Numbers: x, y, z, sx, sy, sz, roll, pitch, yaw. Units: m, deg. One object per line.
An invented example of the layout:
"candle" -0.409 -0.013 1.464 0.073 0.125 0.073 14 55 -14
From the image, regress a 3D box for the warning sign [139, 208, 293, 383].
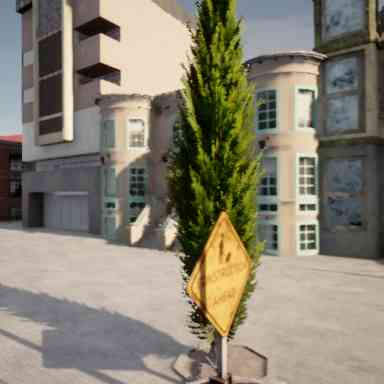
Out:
"warning sign" 0.302 1.133 3.469 1.060 1.860 1.300 -1 0 35
